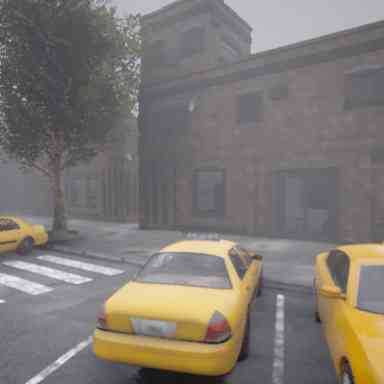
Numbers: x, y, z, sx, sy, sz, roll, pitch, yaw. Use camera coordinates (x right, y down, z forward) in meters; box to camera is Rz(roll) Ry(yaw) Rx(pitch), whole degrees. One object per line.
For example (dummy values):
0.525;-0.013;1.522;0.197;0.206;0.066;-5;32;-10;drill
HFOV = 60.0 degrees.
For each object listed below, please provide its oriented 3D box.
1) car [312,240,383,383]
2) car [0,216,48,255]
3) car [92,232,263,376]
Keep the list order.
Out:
2.674;1.488;4.217;2.097;1.535;5.008;0;-1;15;car
-7.168;1.484;11.005;1.946;1.575;5.366;1;-1;16;car
0.266;1.509;6.124;1.946;1.575;5.366;0;-1;16;car
